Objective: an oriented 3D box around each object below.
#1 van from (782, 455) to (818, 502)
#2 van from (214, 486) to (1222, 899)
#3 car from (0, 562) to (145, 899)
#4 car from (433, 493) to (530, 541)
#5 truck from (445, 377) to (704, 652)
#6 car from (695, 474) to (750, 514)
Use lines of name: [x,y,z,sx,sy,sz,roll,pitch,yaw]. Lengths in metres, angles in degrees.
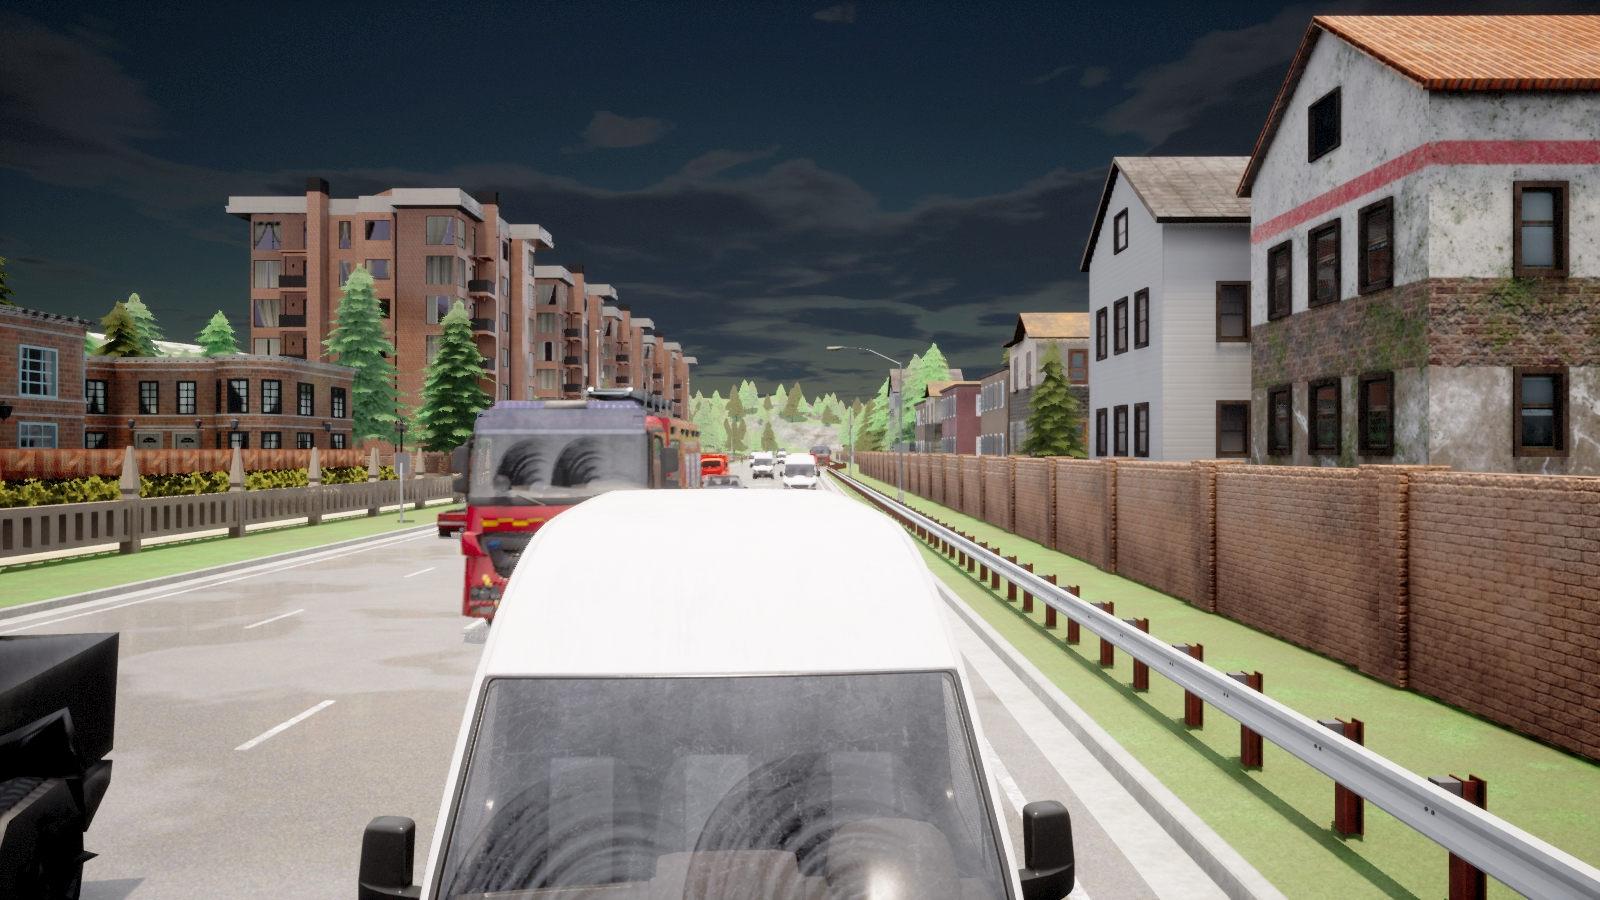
van: [0.002,1.565,65.388,1.988,2.561,5.915,0,0,0]
van: [-0.349,1.538,5.210,1.988,2.561,5.915,0,0,-4]
car: [-4.725,1.756,3.923,2.390,2.098,6.274,0,0,-11]
car: [-10.486,2.173,37.941,1.895,1.301,4.718,0,0,0]
truck: [-3.497,0.900,20.119,2.891,3.827,8.468,0,0,0]
car: [-3.502,1.992,52.424,2.242,1.667,4.611,0,0,0]
